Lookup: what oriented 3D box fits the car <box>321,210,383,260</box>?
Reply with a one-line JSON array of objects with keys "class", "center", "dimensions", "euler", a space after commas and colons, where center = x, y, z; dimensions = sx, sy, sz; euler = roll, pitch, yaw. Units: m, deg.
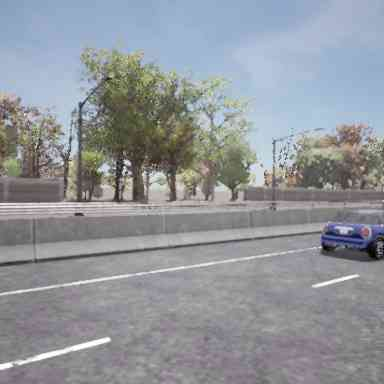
[{"class": "car", "center": [7.264, 1.493, 13.333], "dimensions": [4.553, 1.767, 2.097], "euler": [1, -1, -35]}]
